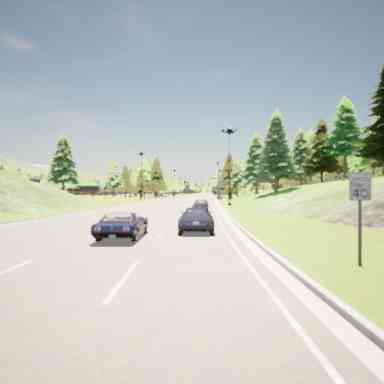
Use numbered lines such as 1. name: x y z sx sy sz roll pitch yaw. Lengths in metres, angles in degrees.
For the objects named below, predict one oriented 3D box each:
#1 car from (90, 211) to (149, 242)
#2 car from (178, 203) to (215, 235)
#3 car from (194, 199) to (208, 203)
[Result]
1. car: -3.314 1.592 16.211 1.895 1.301 4.718 0 0 1
2. car: 0.258 1.554 18.965 1.994 1.385 4.181 0 0 1
3. car: 1.017 1.528 37.016 2.033 1.411 5.357 0 0 3
